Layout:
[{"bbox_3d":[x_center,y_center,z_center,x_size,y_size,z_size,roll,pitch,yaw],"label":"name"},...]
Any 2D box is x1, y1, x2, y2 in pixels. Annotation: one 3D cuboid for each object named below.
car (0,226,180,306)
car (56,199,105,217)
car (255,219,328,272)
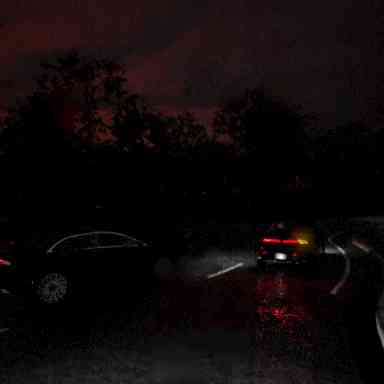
[{"bbox_3d":[-2.463,1.630,8.458,4.902,1.511,2.128,1,-1,-43],"label":"car"},{"bbox_3d":[-13.012,1.868,39.057,5.566,2.045,2.150,0,-2,10],"label":"car"},{"bbox_3d":[3.583,1.721,11.761,1.837,1.490,4.892,-1,-3,25],"label":"car"}]
